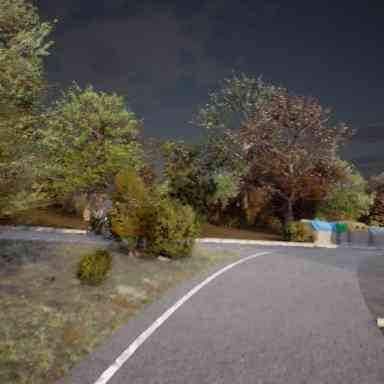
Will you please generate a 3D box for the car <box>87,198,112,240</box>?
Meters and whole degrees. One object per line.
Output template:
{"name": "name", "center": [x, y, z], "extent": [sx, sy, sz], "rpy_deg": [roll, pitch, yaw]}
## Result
{"name": "car", "center": [-2.050, 1.201, 14.355], "extent": [4.553, 1.767, 2.097], "rpy_deg": [7, -6, -24]}
